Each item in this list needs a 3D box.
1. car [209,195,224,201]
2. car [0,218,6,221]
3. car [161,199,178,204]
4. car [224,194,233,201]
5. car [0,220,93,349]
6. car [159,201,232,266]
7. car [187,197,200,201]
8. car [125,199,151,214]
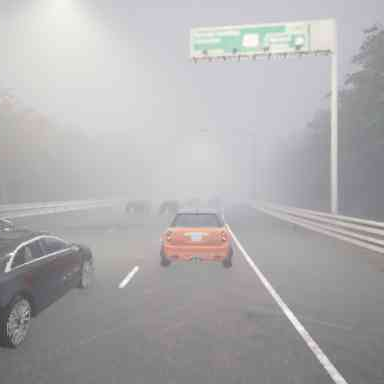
[{"bbox_3d":[4.212,1.341,60.126,2.097,1.767,4.553,0,0,8],"label":"car"},{"bbox_3d":[-6.806,1.488,10.493,1.837,1.490,4.892,0,0,2],"label":"car"},{"bbox_3d":[-2.102,1.494,33.604,1.837,1.490,4.892,0,0,5],"label":"car"},{"bbox_3d":[8.832,1.543,87.318,1.895,1.301,4.718,0,0,12],"label":"car"},{"bbox_3d":[-3.371,1.485,6.252,2.128,1.511,4.902,0,0,1],"label":"car"},{"bbox_3d":[0.186,1.352,11.664,2.097,1.767,4.553,0,0,2],"label":"car"},{"bbox_3d":[0.340,1.548,57.040,1.994,1.385,4.181,0,0,8],"label":"car"},{"bbox_3d":[-5.543,1.485,34.725,1.837,1.490,4.892,0,0,5],"label":"car"}]
